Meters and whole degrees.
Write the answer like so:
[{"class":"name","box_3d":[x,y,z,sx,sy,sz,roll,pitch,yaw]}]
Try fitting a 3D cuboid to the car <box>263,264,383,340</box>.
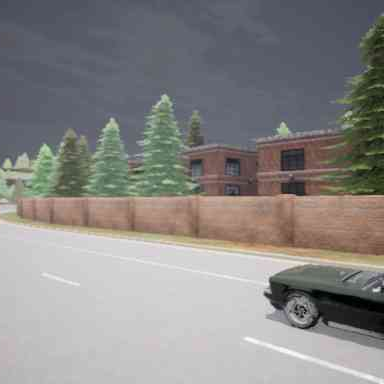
[{"class":"car","box_3d":[3.652,1.791,5.565,4.718,1.301,1.895,-1,-2,41]}]
